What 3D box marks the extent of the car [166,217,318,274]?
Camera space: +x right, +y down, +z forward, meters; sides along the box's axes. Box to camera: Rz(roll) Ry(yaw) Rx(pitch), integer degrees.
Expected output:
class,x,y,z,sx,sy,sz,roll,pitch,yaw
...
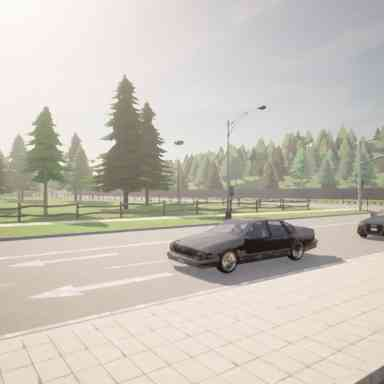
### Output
class,x,y,z,sx,sy,sz,roll,pitch,yaw
car,1.861,1.547,10.826,5.357,1.411,2.033,0,0,-35

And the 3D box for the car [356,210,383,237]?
class,x,y,z,sx,sy,sz,roll,pitch,yaw
car,10.102,1.564,16.619,4.181,1.385,1.994,0,0,-35
